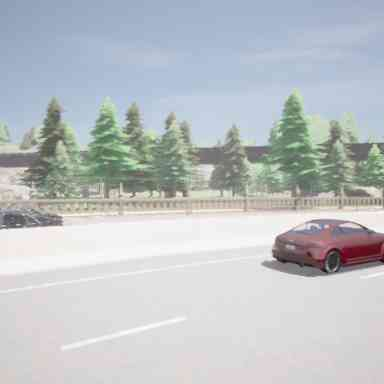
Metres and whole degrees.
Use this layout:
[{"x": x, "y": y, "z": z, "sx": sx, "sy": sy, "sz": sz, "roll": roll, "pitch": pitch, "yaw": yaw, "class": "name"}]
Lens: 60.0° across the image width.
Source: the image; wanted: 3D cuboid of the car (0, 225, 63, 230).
[{"x": -7.041, "y": 1.443, "z": 11.679, "sx": 4.892, "sy": 1.490, "sz": 1.837, "roll": 0, "pitch": 0, "yaw": -34, "class": "car"}]

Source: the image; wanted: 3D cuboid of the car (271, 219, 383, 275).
[{"x": 4.520, "y": 1.532, "z": 10.408, "sx": 4.181, "sy": 1.385, "sz": 1.994, "roll": 0, "pitch": 0, "yaw": -30, "class": "car"}]
